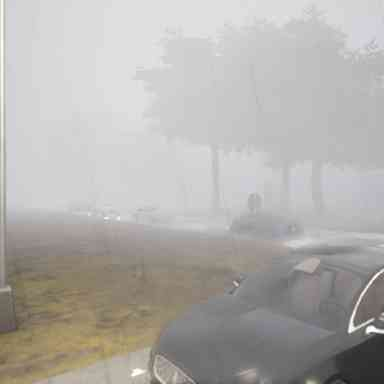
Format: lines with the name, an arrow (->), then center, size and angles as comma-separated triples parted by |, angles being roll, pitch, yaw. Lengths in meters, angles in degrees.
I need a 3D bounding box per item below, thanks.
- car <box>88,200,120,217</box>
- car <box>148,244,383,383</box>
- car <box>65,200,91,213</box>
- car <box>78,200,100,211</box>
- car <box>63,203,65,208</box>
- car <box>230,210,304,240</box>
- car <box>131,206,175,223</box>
car -> -9.753, 1.935, 37.549 | 1.812, 1.442, 4.674 | -1, 0, -35
car -> 1.800, 1.511, 4.241 | 4.892, 1.490, 1.837 | 0, 0, -36
car -> -15.678, 2.057, 46.005 | 1.812, 1.442, 4.674 | -1, 0, -35
car -> -15.952, 2.053, 51.416 | 1.837, 1.490, 4.892 | -1, 0, -35
car -> -21.795, 2.277, 59.665 | 1.895, 1.301, 4.718 | -1, 0, -34
car -> 3.945, 1.708, 18.064 | 1.994, 1.385, 4.181 | -1, 0, -32
car -> -3.393, 1.886, 28.547 | 1.895, 1.301, 4.718 | -1, 0, -35
